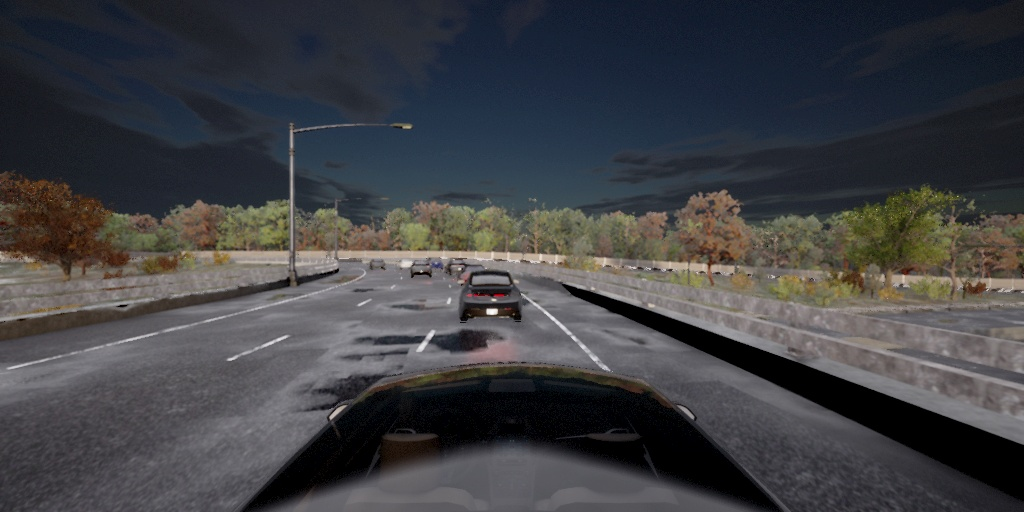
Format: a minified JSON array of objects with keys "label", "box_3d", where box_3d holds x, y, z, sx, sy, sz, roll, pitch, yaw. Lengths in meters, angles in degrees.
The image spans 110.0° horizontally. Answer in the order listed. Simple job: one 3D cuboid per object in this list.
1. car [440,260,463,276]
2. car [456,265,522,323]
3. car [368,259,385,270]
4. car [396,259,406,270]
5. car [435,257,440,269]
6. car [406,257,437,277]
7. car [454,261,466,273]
[{"label":"car","box_3d":[-5.583,1.132,35.653,2.128,1.511,4.902,0,0,-17]},{"label":"car","box_3d":[-0.770,1.223,12.083,1.837,1.490,4.892,0,1,-5]},{"label":"car","box_3d":[-18.187,1.094,48.211,2.128,1.511,4.902,0,0,-26]},{"label":"car","box_3d":[-14.414,1.129,48.402,1.812,1.442,4.674,0,0,-25]},{"label":"car","box_3d":[-10.894,0.953,49.102,2.097,1.767,4.553,0,0,-25]},{"label":"car","box_3d":[-8.577,1.140,33.553,2.128,1.511,4.902,0,0,-17]},{"label":"car","box_3d":[-2.514,1.245,23.386,1.994,1.385,4.181,0,0,-11]}]
